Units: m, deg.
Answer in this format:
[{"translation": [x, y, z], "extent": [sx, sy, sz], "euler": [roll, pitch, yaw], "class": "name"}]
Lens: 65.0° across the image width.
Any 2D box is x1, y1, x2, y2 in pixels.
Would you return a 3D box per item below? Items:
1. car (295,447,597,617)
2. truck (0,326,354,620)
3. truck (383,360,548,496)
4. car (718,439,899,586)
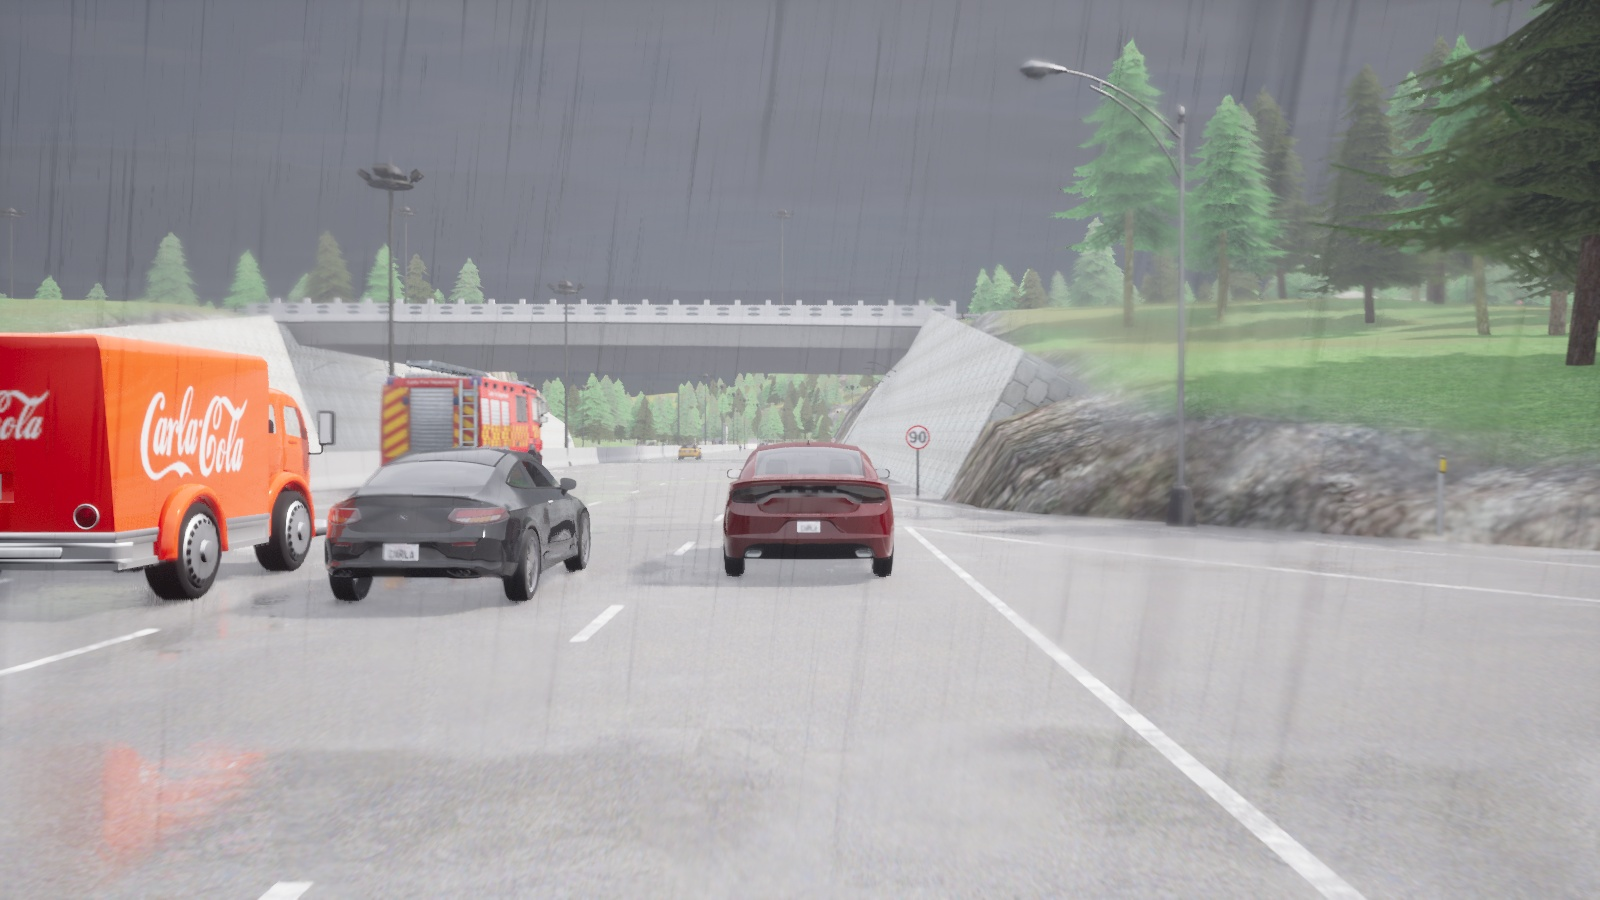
[{"translation": [-3.410, 0.696, 13.092], "extent": [1.812, 1.442, 4.674], "euler": [0, 0, 0], "class": "car"}, {"translation": [-6.910, 0.180, 13.133], "extent": [2.627, 2.467, 5.204], "euler": [0, 0, 0], "class": "truck"}, {"translation": [-10.259, -0.649, 39.518], "extent": [2.891, 3.827, 8.468], "euler": [0, 0, 0], "class": "truck"}, {"translation": [0.104, 0.636, 15.578], "extent": [1.882, 1.535, 5.008], "euler": [0, 0, 0], "class": "car"}]
